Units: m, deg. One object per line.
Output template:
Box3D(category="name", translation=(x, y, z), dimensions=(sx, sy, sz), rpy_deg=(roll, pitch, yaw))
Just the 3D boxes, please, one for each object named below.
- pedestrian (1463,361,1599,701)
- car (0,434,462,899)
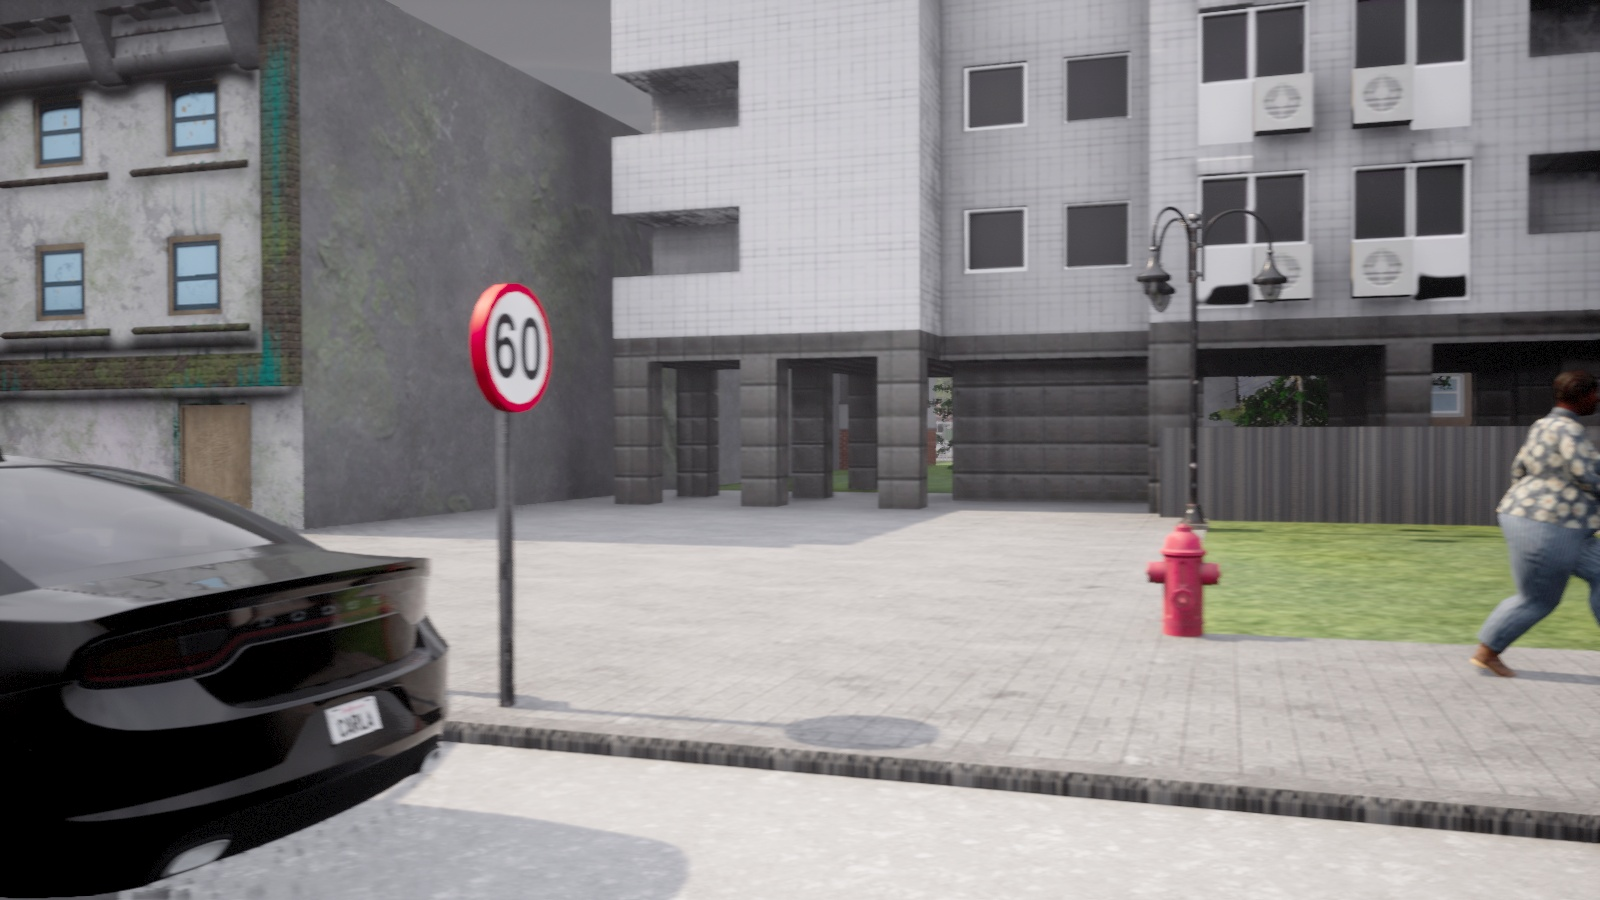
Box3D(category="pedestrian", translation=(4.405, 0.436, 7.304), dimensions=(0.900, 1.855, 0.874), rpy_deg=(1, 1, 25))
Box3D(category="car", translation=(-4.072, 0.707, 5.089), dimensions=(5.008, 1.535, 1.882), rpy_deg=(1, 1, 19))
